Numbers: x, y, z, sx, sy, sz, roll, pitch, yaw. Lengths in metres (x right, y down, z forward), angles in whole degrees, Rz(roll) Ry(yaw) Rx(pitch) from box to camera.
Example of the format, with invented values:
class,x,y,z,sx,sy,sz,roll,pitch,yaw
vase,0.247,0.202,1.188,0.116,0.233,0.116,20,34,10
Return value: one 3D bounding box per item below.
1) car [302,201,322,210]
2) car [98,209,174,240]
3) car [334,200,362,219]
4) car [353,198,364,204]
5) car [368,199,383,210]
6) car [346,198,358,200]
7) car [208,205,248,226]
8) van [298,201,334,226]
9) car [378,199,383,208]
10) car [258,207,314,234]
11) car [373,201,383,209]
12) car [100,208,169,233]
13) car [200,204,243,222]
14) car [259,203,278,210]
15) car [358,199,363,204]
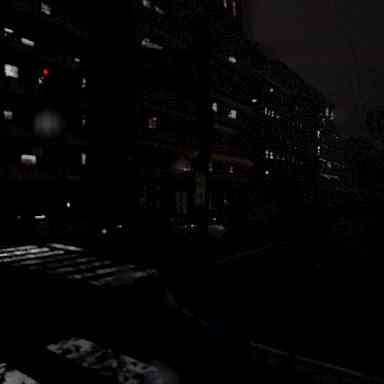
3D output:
class,x,y,z,sx,sy,sz,roll,pitch,yaw
car,19.305,2.141,53.472,1.802,1.307,4.206,0,-1,36
car,-3.024,1.759,18.884,2.128,1.511,4.902,0,0,36
car,16.168,1.908,35.138,1.967,1.590,4.097,0,-1,36
car,42.236,2.354,84.477,1.752,1.417,4.829,0,-1,36
car,29.329,1.943,52.934,2.192,1.841,5.009,0,-1,36
car,35.756,2.319,75.716,1.947,1.339,4.313,0,-1,36
car,2.887,1.905,26.914,1.994,1.385,4.181,0,0,36
van,9.587,1.728,26.241,1.690,1.788,3.998,0,-1,36
car,35.909,2.146,61.831,1.967,1.590,4.097,0,-1,36
car,6.297,1.912,21.790,1.947,1.339,4.313,0,-1,36
car,32.619,2.249,57.380,1.802,1.307,4.206,0,-1,36
car,-3.727,1.826,22.331,2.008,1.369,4.403,0,-1,36
car,2.854,1.902,31.228,1.887,1.381,4.507,0,-1,36
car,9.376,1.899,35.671,1.882,1.535,5.008,0,0,36
car,39.047,2.232,80.166,1.967,1.590,4.097,0,-1,36
